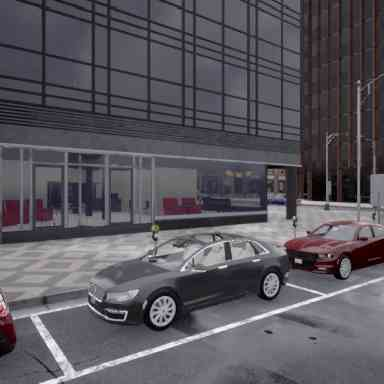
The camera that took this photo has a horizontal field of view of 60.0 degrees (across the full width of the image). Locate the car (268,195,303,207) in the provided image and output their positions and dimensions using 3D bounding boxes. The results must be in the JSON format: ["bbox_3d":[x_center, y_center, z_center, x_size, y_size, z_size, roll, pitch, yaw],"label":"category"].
[{"bbox_3d":[10.887,1.044,39.558,1.812,1.442,4.674,0,1,-35],"label":"car"}]

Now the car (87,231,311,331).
[{"bbox_3d":[0.147,1.551,6.760,4.403,1.369,2.008,0,0,-36],"label":"car"}]

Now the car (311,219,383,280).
[{"bbox_3d":[4.586,1.545,9.933,4.507,1.381,1.887,0,0,-36],"label":"car"}]

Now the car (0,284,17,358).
[{"bbox_3d":[-4.293,1.440,3.587,4.097,1.590,1.967,0,0,-36],"label":"car"}]
